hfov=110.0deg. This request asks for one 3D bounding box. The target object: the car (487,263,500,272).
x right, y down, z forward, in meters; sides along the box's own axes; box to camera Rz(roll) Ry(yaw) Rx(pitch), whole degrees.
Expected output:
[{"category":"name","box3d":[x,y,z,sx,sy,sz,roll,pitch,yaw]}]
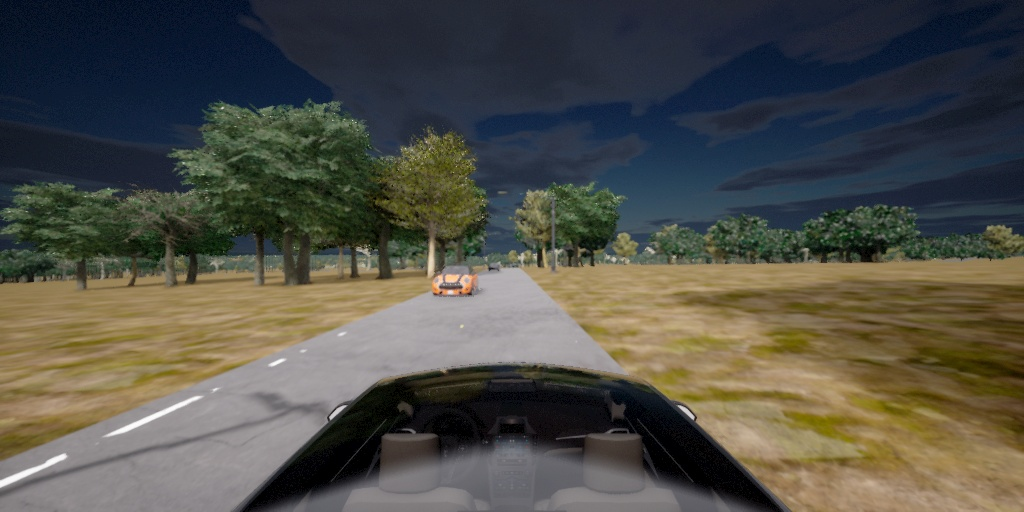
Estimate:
[{"category":"car","box3d":[-3.040,1.865,60.731,1.837,1.490,4.892,0,-1,1]}]

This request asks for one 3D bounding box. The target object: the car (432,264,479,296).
[{"category":"car","box3d":[-3.101,1.268,20.379,2.097,1.767,4.553,0,-1,0]}]
